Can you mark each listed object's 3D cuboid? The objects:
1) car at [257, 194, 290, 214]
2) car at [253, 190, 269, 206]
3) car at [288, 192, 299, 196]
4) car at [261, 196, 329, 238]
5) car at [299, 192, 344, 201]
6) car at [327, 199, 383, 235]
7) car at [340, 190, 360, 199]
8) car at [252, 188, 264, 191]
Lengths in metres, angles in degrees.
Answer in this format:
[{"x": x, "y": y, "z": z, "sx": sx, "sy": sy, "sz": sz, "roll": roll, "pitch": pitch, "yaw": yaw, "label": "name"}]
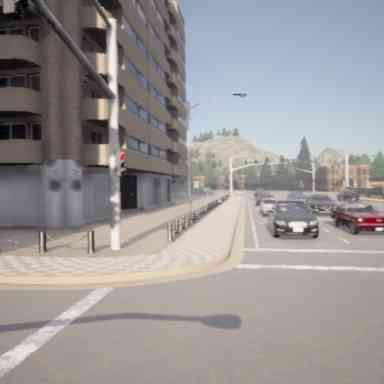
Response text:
[{"x": 6.060, "y": 1.100, "z": 24.763, "sx": 1.895, "sy": 1.301, "sz": 4.718, "roll": -1, "pitch": 1, "yaw": 9, "label": "car"}, {"x": 7.871, "y": 0.830, "z": 36.096, "sx": 1.994, "sy": 1.385, "sz": 4.181, "roll": -1, "pitch": 1, "yaw": 9, "label": "car"}, {"x": 11.592, "y": 0.712, "z": 37.157, "sx": 1.812, "sy": 1.442, "sz": 4.674, "roll": -1, "pitch": 1, "yaw": 10, "label": "car"}, {"x": 4.594, "y": 1.179, "z": 15.618, "sx": 2.128, "sy": 1.511, "sz": 4.902, "roll": -1, "pitch": 1, "yaw": 9, "label": "car"}, {"x": 9.699, "y": 0.934, "z": 25.371, "sx": 1.837, "sy": 1.490, "sz": 4.892, "roll": -1, "pitch": 1, "yaw": 9, "label": "car"}, {"x": 8.231, "y": 1.219, "z": 16.185, "sx": 1.895, "sy": 1.301, "sz": 4.718, "roll": -1, "pitch": 1, "yaw": 9, "label": "car"}, {"x": 19.640, "y": 0.473, "z": 42.083, "sx": 1.837, "sy": 1.490, "sz": 4.892, "roll": -1, "pitch": 1, "yaw": 9, "label": "car"}, {"x": 10.344, "y": 0.087, "z": 51.133, "sx": 1.882, "sy": 1.535, "sz": 5.008, "roll": -1, "pitch": 1, "yaw": 9, "label": "car"}]
